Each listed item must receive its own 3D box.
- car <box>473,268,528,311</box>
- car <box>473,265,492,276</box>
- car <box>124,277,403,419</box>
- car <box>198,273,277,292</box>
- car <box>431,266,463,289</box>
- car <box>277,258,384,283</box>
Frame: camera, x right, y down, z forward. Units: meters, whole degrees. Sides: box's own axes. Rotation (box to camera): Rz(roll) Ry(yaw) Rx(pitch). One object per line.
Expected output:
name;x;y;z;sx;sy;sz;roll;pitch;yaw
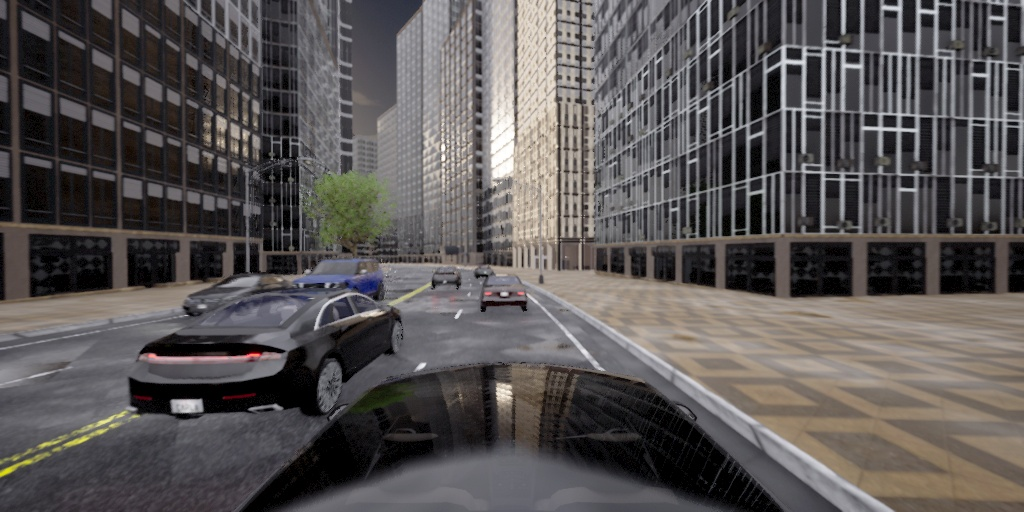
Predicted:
car;-0.399;1.413;15.187;2.033;1.411;5.357;0;0;-3
car;-3.036;1.635;38.411;1.994;1.385;4.181;0;0;-9
car;-3.255;1.287;5.963;2.128;1.511;4.902;0;-1;-1
car;-10.290;1.418;14.059;1.812;1.442;4.674;0;-1;-4
car;-4.497;1.459;25.152;2.128;1.511;4.902;0;-1;-6
car;-7.093;1.111;15.173;2.150;2.045;5.566;0;-1;-4
